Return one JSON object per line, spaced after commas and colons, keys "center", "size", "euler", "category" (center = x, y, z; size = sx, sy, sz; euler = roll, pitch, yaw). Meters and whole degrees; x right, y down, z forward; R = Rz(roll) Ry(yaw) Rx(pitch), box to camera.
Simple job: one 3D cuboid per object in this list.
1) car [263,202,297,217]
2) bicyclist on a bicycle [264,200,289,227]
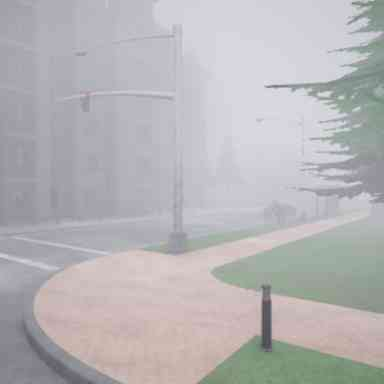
{"center": [8.255, 1.610, 30.981], "size": [1.994, 1.385, 4.181], "euler": [0, 0, 37], "category": "car"}
{"center": [5.203, 1.337, 20.553], "size": [1.656, 1.620, 0.582], "euler": [-1, 0, 37], "category": "bicyclist on a bicycle"}
